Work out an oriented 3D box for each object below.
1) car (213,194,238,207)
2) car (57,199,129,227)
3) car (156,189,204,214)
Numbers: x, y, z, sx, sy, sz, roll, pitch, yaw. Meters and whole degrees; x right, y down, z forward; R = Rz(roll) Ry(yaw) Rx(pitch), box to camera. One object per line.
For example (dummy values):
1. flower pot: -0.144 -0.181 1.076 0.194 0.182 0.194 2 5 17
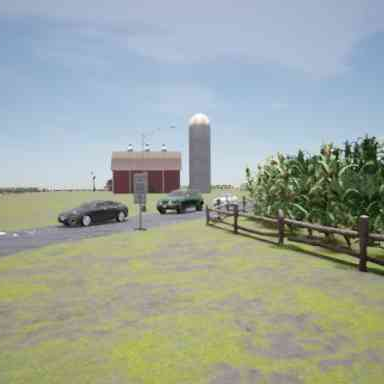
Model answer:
1. car: 4.004 0.924 39.183 1.812 1.442 4.674 -1 1 26
2. car: -6.098 1.262 20.995 1.837 1.490 4.892 -1 1 32
3. car: -0.936 0.805 29.710 2.150 2.045 5.566 -1 1 29
